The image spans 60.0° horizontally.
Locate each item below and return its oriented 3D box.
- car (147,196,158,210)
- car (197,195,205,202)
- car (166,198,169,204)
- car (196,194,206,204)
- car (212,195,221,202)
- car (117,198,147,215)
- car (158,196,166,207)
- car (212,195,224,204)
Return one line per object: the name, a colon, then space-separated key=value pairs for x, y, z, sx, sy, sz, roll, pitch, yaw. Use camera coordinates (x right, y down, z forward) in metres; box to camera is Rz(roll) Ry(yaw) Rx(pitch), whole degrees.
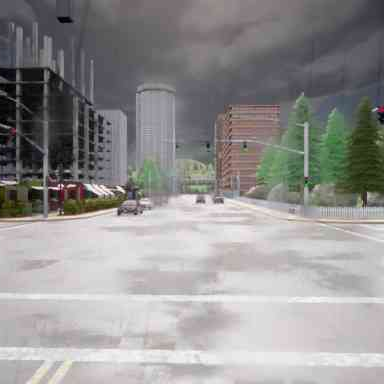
car: x=-5.918 y=1.530 z=42.719 sx=1.812 sy=1.442 sz=4.674 roll=0 pitch=0 yaw=1
car: x=1.976 y=1.334 z=74.622 sx=1.837 sy=1.490 sz=4.892 roll=0 pitch=0 yaw=1
car: x=-5.415 y=1.570 z=61.647 sx=1.994 sy=1.385 sz=4.181 roll=0 pitch=0 yaw=2
car: x=1.748 y=1.608 z=65.438 sx=1.895 sy=1.301 sz=4.718 roll=0 pitch=0 yaw=1
car: x=5.476 y=1.429 z=74.565 sx=1.895 sy=1.301 sz=4.718 roll=0 pitch=0 yaw=1
car: x=-6.162 y=1.529 z=33.629 sx=1.812 sy=1.442 sz=4.674 roll=0 pitch=0 yaw=2
car: x=-5.687 y=1.357 z=51.725 sx=2.097 sy=1.767 sz=4.553 roll=0 pitch=0 yaw=1
car: x=5.255 y=1.533 z=65.669 sx=1.812 sy=1.442 sz=4.674 roll=0 pitch=0 yaw=1
